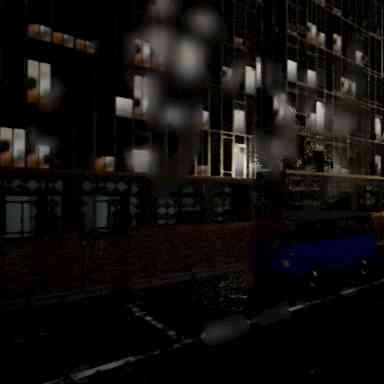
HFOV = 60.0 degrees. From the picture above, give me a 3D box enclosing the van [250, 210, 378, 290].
[{"bbox_3d":[3.367,1.409,9.001,3.998,1.788,1.690,1,0,-36],"label":"van"}]
